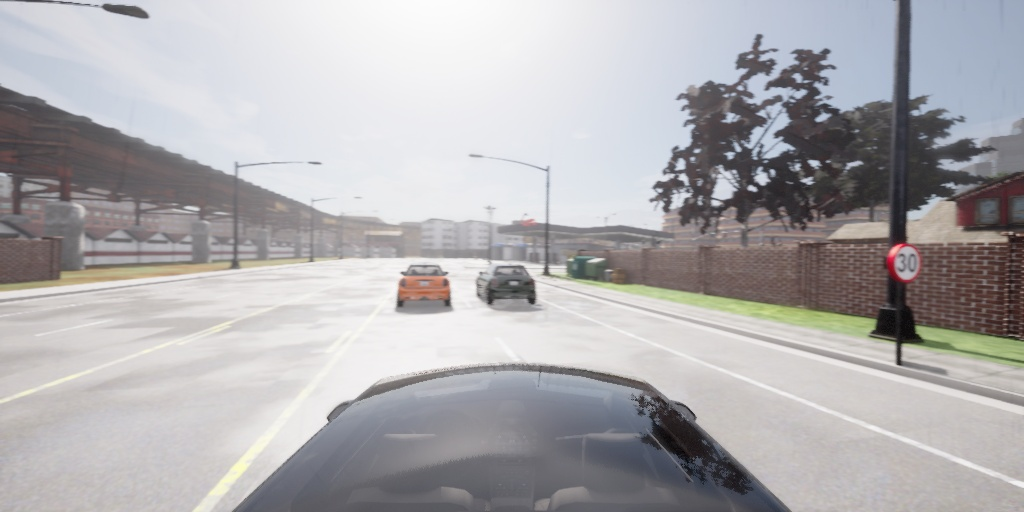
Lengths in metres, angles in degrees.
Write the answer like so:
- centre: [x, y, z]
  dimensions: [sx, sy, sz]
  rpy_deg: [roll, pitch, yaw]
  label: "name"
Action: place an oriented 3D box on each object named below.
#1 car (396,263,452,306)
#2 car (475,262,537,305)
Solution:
- centre: [-3.815, 1.064, 15.672]
  dimensions: [2.097, 1.767, 4.553]
  rpy_deg: [1, 0, -14]
  label: "car"
- centre: [-0.414, 1.115, 16.495]
  dimensions: [2.097, 1.767, 4.553]
  rpy_deg: [1, 0, -14]
  label: "car"
